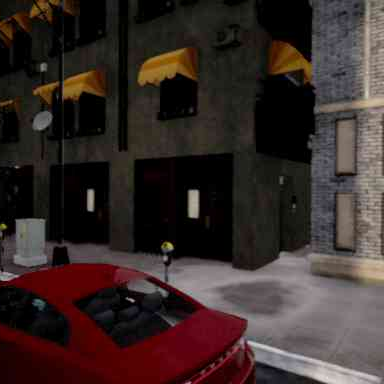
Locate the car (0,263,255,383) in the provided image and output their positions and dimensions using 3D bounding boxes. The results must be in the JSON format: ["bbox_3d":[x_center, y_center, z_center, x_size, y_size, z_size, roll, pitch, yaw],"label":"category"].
[{"bbox_3d":[-1.506,1.550,3.937,4.507,1.381,1.887,0,0,35],"label":"car"}]
